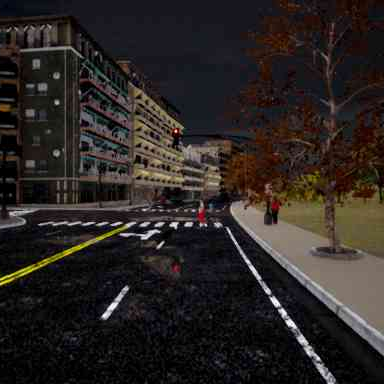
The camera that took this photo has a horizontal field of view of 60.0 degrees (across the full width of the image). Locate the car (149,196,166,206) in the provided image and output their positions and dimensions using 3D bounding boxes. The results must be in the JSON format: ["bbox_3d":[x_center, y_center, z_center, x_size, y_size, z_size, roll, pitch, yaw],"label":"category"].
[{"bbox_3d":[-5.811,1.519,56.786,2.097,1.767,4.553,0,0,8],"label":"car"}]

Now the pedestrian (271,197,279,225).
[{"bbox_3d":[5.353,1.165,21.485,0.375,1.860,0.375,0,0,3],"label":"pedestrian"}]

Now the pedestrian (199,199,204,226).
[{"bbox_3d":[0.687,1.319,22.336,0.375,1.860,0.375,0,0,3],"label":"pedestrian"}]

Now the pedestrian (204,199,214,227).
[{"bbox_3d":[1.136,1.316,21.109,0.375,1.860,0.375,0,0,3],"label":"pedestrian"}]

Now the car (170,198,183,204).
[{"bbox_3d":[-3.370,1.850,72.186,1.895,1.301,4.718,0,0,10],"label":"car"}]

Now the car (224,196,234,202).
[{"bbox_3d":[9.814,1.861,88.711,2.128,1.511,4.902,0,0,13],"label":"car"}]

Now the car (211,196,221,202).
[{"bbox_3d":[6.545,1.807,88.990,1.882,1.535,5.008,0,0,13],"label":"car"}]

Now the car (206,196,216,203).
[{"bbox_3d":[4.455,1.826,78.842,2.128,1.511,4.902,0,0,11],"label":"car"}]

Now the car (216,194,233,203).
[{"bbox_3d":[7.661,1.526,78.300,2.150,2.045,5.566,0,0,11],"label":"car"}]
